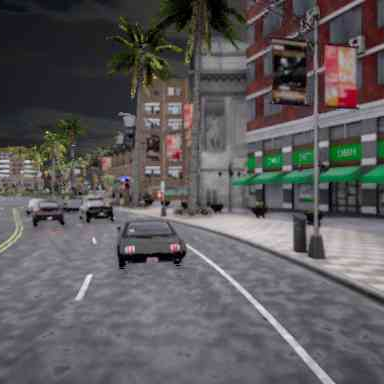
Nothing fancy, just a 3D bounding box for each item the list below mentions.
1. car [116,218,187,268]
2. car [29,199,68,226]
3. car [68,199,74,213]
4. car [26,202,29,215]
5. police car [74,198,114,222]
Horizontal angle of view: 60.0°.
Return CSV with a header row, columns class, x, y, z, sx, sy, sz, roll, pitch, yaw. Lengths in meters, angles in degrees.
class,x,y,z,sx,sy,sz,roll,pitch,yaw
car,-1.544,1.530,11.079,1.895,1.301,4.718,0,0,-13
car,-9.985,1.401,22.940,1.837,1.490,4.892,0,0,-27
car,-12.231,1.392,34.589,1.994,1.385,4.181,-1,0,-28
car,-15.162,1.386,32.715,1.812,1.442,4.674,-1,0,-28
police car,-7.308,1.290,25.083,1.930,1.638,5.238,-1,1,-27
